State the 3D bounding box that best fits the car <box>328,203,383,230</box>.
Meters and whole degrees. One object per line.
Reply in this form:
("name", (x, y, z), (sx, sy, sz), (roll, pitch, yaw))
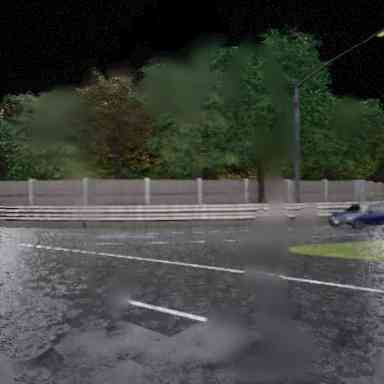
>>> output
("car", (10.307, 1.409, 19.872), (4.674, 1.442, 1.812), (-1, 0, -24))
